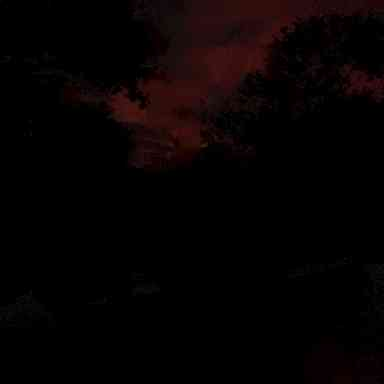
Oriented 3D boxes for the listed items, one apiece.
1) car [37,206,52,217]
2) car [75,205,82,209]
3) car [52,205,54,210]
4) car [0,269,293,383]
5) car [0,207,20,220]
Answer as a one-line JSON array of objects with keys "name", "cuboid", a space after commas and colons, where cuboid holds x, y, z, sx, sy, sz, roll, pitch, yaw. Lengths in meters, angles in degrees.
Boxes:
[{"name": "car", "cuboid": [-19.409, 2.507, 41.084, 2.097, 1.535, 5.008, 0, 0, -37]}, {"name": "car", "cuboid": [-14.961, 2.538, 44.405, 2.002, 1.452, 4.674, 0, 0, -37]}, {"name": "car", "cuboid": [-17.168, 2.377, 42.721, 2.185, 1.767, 4.553, 0, 0, -37]}, {"name": "car", "cuboid": [-1.020, 1.539, 2.970, 4.674, 1.442, 1.812, 0, 0, -36]}, {"name": "car", "cuboid": [-21.643, 2.513, 39.436, 2.231, 1.521, 4.892, 0, 0, -37]}]
